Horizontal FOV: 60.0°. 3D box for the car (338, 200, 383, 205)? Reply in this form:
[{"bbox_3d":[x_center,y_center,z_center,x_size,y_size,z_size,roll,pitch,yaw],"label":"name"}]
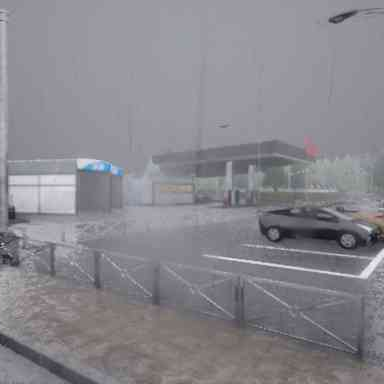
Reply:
[{"bbox_3d":[6.780,1.315,16.034,5.027,1.636,2.152,0,0,36],"label":"car"}]

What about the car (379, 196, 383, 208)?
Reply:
[{"bbox_3d":[26.905,1.346,43.756,3.806,1.475,1.970,0,0,36],"label":"car"}]

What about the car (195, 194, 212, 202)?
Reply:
[{"bbox_3d":[2.193,1.329,66.542,2.242,1.667,4.611,0,0,36],"label":"car"}]

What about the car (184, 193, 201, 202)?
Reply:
[{"bbox_3d":[0.171,1.139,73.381,1.905,1.878,3.866,0,0,36],"label":"car"}]

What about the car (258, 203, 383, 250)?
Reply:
[{"bbox_3d":[4.975,1.324,13.467,4.514,1.523,2.007,0,0,36],"label":"car"}]
